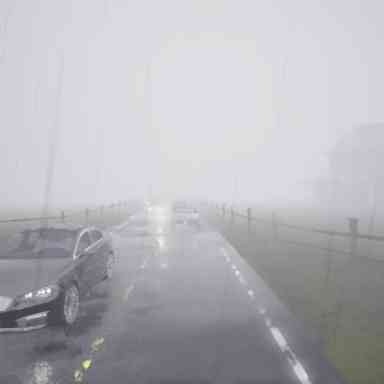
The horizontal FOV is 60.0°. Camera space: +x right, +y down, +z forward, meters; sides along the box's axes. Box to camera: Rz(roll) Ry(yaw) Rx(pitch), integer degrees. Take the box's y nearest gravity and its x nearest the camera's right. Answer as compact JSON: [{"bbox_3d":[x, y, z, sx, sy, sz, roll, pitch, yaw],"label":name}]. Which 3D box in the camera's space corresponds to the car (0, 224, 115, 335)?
[{"bbox_3d":[-2.945,1.496,7.067,2.128,1.511,4.902,0,0,-1],"label":"car"}]

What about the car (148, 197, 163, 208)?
[{"bbox_3d":[-5.461,1.564,49.913,1.837,1.490,4.892,0,-1,-6],"label":"car"}]

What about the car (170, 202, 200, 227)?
[{"bbox_3d":[-0.511,1.616,22.792,1.895,1.301,4.718,0,0,-3],"label":"car"}]

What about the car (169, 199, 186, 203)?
[{"bbox_3d":[-1.537,1.540,38.934,1.837,1.490,4.892,0,0,-4],"label":"car"}]
